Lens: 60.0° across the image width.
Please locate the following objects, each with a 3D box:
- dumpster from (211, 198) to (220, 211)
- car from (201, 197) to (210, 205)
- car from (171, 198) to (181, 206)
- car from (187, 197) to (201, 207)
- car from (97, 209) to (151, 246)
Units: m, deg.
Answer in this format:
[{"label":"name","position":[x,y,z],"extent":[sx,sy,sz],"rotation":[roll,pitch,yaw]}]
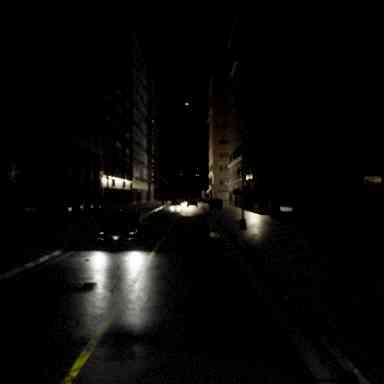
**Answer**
[{"label":"dumpster","position":[3.149,1.724,45.108],"extent":[1.020,1.700,1.940],"rotation":[0,0,0]},{"label":"car","position":[2.756,1.816,69.618],"extent":[4.902,1.511,2.128],"rotation":[0,0,-32]},{"label":"car","position":[-2.982,1.941,63.172],"extent":[2.128,1.511,4.902],"rotation":[0,0,0]},{"label":"car","position":[0.064,1.908,58.892],"extent":[2.128,1.511,4.902],"rotation":[0,-1,1]},{"label":"car","position":[-3.096,1.625,15.906],"extent":[1.837,1.490,4.892],"rotation":[0,0,0]}]
